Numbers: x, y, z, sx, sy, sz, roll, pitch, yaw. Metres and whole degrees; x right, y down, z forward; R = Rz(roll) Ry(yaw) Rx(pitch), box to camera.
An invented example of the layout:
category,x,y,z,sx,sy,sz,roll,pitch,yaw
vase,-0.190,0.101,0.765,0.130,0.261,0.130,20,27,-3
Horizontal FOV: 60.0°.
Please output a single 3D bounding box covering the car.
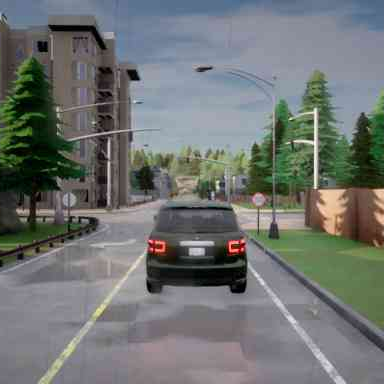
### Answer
category,x,y,z,sx,sy,sz,roll,pitch,yaw
car,0.098,1.221,8.979,2.150,2.045,5.566,0,0,0
